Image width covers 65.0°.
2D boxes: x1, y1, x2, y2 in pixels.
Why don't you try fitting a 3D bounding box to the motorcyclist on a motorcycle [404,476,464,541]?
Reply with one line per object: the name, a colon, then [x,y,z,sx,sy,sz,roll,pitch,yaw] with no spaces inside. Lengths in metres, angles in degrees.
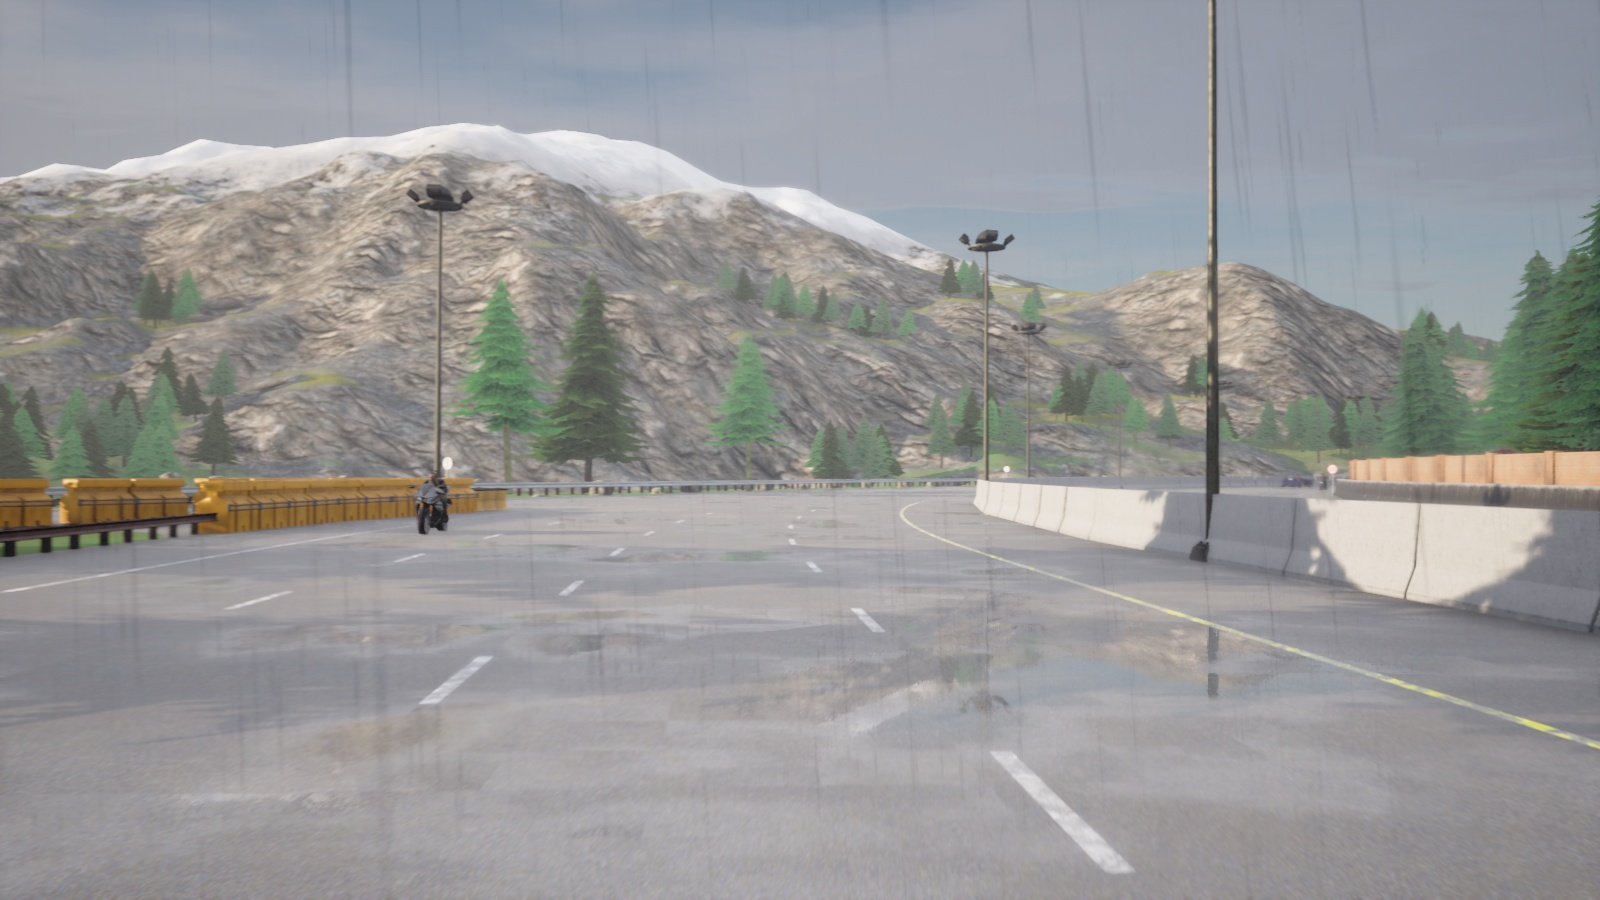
motorcyclist on a motorcycle: [-8.932,1.397,30.742,0.866,1.530,2.191,0,-1,-1]
